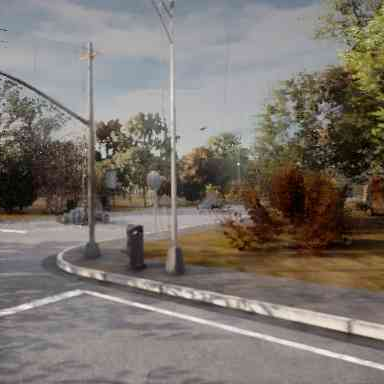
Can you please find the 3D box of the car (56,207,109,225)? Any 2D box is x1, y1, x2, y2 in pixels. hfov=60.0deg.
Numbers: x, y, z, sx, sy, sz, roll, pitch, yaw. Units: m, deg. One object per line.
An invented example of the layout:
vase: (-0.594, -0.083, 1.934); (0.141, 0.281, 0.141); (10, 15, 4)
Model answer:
car: (-8.738, 1.870, 26.886); (1.994, 1.385, 4.181); (-1, 0, 32)

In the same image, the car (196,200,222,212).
car: (2.408, 1.812, 44.533); (2.128, 1.511, 4.902); (-1, -1, 32)
